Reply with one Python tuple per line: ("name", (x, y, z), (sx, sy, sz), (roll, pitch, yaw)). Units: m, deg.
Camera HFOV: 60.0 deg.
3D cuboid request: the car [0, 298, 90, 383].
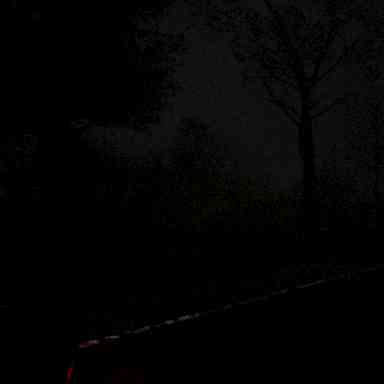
("car", (-3.143, 1.478, 1.753), (5.008, 1.535, 1.882), (0, 0, -36))
